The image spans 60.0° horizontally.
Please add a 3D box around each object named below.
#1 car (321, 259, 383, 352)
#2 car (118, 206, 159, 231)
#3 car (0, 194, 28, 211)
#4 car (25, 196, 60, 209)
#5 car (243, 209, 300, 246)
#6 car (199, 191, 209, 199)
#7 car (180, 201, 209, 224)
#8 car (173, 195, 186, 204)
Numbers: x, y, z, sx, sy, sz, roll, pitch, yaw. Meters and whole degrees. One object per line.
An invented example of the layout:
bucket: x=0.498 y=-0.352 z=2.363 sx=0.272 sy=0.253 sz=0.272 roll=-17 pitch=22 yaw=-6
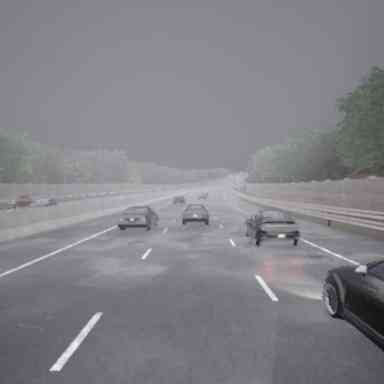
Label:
car: x=3.505 y=1.598 z=4.812 sx=1.994 sy=1.385 sz=4.181 roll=0 pitch=0 yaw=0
car: x=-3.279 y=1.606 z=21.071 sx=2.033 sy=1.411 sz=5.357 roll=0 pitch=0 yaw=1
car: x=-20.385 y=1.100 z=38.487 sx=2.097 sy=1.767 sz=4.553 roll=0 pitch=0 yaw=2
car: x=-16.889 y=1.508 z=38.352 sx=1.812 sy=1.442 sz=4.674 roll=0 pitch=0 yaw=2
car: x=3.600 y=1.563 z=15.702 sx=2.128 sy=1.511 sz=4.902 roll=0 pitch=0 yaw=1
car: x=2.719 y=0.860 z=79.954 sx=2.128 sy=1.511 sz=4.902 roll=0 pitch=1 yaw=4
car: x=0.294 y=1.622 z=25.173 sx=1.994 sy=1.385 sz=4.181 roll=0 pitch=0 yaw=1
car: x=-2.065 y=1.293 z=56.500 sx=1.837 sy=1.490 sz=4.892 roll=0 pitch=1 yaw=3
